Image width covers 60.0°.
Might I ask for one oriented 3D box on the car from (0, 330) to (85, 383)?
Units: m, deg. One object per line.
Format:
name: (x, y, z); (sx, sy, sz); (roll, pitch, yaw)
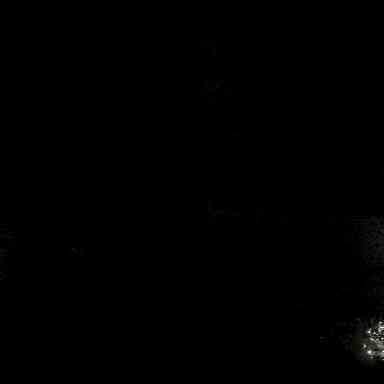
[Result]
car: (-2.822, 1.590, 1.361); (4.718, 1.301, 1.895); (0, 0, -35)
